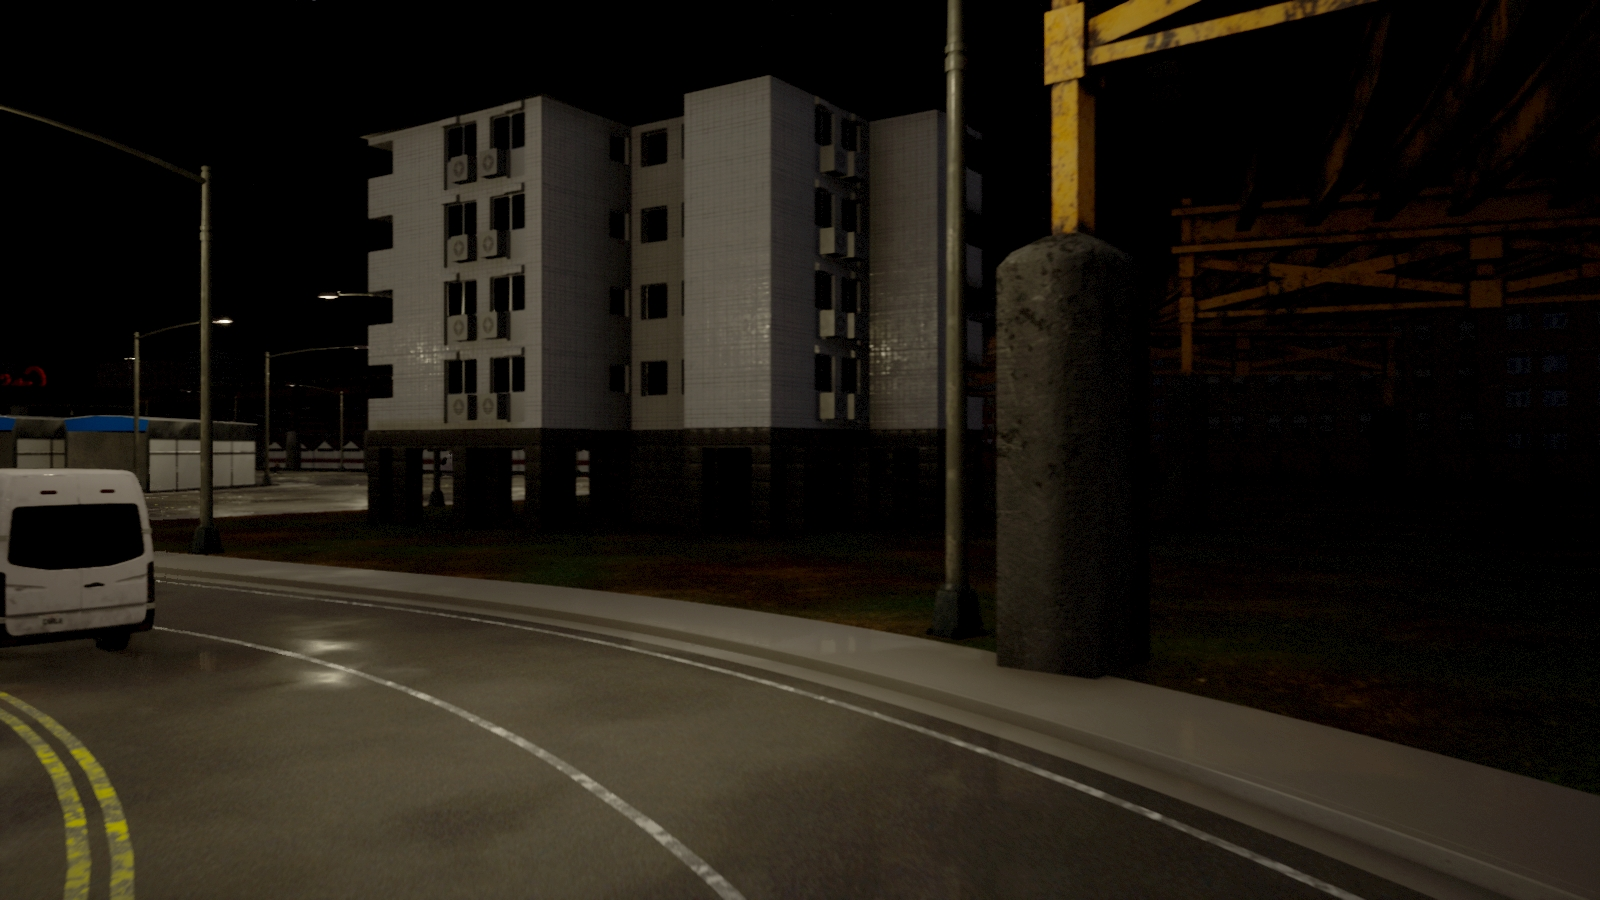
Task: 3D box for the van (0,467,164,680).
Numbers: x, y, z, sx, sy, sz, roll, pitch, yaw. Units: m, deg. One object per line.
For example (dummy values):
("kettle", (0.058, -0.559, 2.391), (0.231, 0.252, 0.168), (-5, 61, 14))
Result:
("van", (-11.590, 1.549, 16.520), (5.915, 2.561, 1.988), (0, 0, 38))
